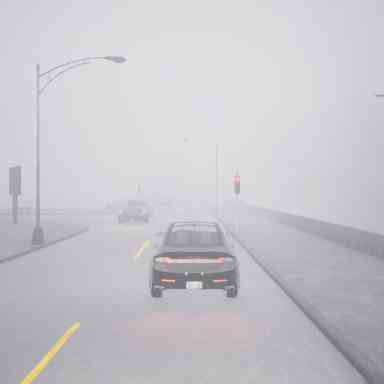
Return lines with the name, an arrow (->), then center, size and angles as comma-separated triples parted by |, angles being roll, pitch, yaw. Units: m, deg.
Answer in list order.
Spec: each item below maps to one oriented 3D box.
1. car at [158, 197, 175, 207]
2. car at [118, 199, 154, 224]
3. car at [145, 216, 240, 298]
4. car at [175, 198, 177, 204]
car -> -4.117, 1.547, 50.905 | 2.033, 1.411, 5.357 | 0, 0, 0
car -> -4.110, 1.351, 24.900 | 2.097, 1.767, 4.553 | 0, 0, 0
car -> 0.059, 1.492, 8.514 | 2.128, 1.511, 4.902 | 0, 0, 0
car -> -4.058, 1.601, 65.495 | 1.895, 1.301, 4.718 | 0, 0, 0
